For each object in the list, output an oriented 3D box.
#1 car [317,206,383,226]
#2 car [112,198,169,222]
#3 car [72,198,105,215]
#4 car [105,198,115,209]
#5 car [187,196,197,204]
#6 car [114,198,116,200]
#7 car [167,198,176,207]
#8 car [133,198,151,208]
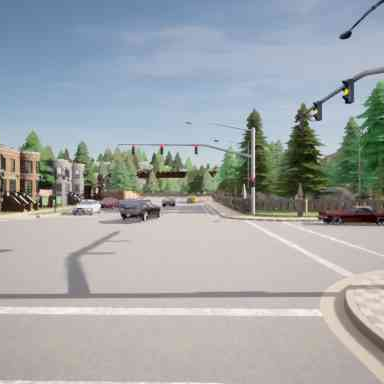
[{"bbox_3d":[11.149,1.601,22.840,4.718,1.301,1.895,0,0,2],"label":"car"},{"bbox_3d":[-3.942,1.491,26.469,2.128,1.511,4.902,0,0,16],"label":"car"},{"bbox_3d":[-10.655,1.526,33.968,1.812,1.442,4.674,0,0,0],"label":"car"},{"bbox_3d":[-10.662,1.477,43.021,1.882,1.535,5.008,0,0,0],"label":"car"},{"bbox_3d":[-0.012,1.477,64.859,1.882,1.535,5.008,0,0,0],"label":"car"},{"bbox_3d":[-7.161,1.477,38.307,1.882,1.535,5.008,0,0,0],"label":"car"},{"bbox_3d":[-3.486,1.601,50.849,1.895,1.301,4.718,0,0,0],"label":"car"},{"bbox_3d":[-7.150,1.564,48.295,1.994,1.385,4.181,0,0,0],"label":"car"}]
